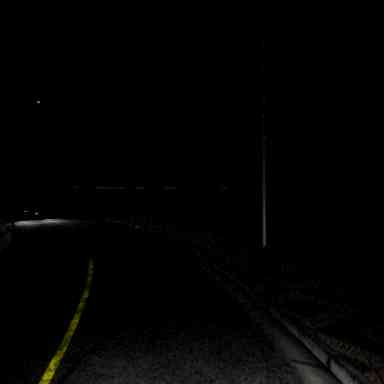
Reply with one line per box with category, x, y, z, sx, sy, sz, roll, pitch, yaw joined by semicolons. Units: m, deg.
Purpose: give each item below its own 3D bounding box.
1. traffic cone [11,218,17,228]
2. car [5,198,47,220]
traffic cone;-10.663;1.852;19.835;0.340;0.580;0.340;-1;1;-35
car;-12.927;1.268;25.747;1.837;1.490;4.892;0;1;-45
